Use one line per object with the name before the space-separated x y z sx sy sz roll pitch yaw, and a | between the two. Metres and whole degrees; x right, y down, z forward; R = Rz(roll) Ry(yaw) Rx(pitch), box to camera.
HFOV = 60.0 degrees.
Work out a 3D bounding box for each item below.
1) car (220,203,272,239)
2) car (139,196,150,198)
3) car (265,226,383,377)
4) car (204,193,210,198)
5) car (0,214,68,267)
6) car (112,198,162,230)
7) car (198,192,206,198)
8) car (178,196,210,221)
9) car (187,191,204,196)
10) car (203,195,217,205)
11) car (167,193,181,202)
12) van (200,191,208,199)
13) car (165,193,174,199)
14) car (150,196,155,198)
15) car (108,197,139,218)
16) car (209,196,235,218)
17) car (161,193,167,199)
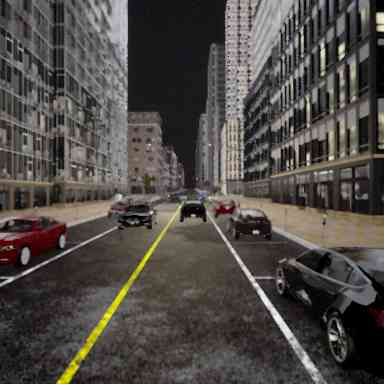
car | 2.696 1.436 16.160 2.008 1.369 4.403 1 0 0
car | -5.685 1.198 32.917 1.967 1.590 4.097 1 0 0
car | 2.698 1.528 5.462 1.947 1.339 4.313 1 0 0
car | 2.692 1.218 44.045 2.008 1.369 4.403 1 0 0
car | -5.683 1.467 11.165 1.887 1.381 4.507 1 0 0
car | -3.102 1.362 19.769 1.837 1.490 4.892 0 1 0
car | 2.684 0.828 88.659 1.887 1.381 4.507 1 1 0
car | 0.097 1.325 24.889 1.837 1.490 4.892 0 1 0
car | 0.093 1.040 41.523 2.097 1.767 4.553 0 0 0
car | 2.690 1.204 49.623 1.802 1.307 4.206 1 0 0
car | -3.045 1.039 60.259 1.837 1.490 4.892 0 1 1
van | 2.689 0.725 77.504 1.690 1.788 3.998 1 1 0
car | -5.696 0.900 83.087 1.947 1.339 4.313 1 1 0
car | -5.689 1.234 44.066 1.947 1.339 4.313 1 0 0
car | -5.686 1.384 27.345 1.802 1.307 4.206 1 0 0
car | 2.696 1.241 27.314 1.967 1.590 4.097 1 0 0
car | -5.692 0.874 71.938 1.967 1.590 4.097 1 1 0
